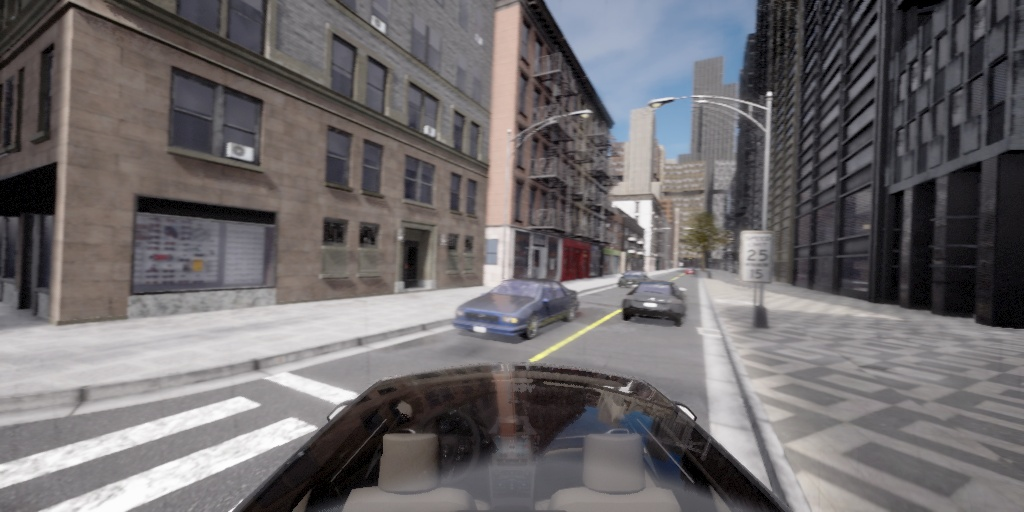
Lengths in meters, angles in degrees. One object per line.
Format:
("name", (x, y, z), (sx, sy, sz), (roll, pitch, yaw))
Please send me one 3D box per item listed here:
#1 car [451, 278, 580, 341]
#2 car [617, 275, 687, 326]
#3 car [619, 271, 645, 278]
("car", (0.487, 1.364, 10.613), (2.033, 1.411, 5.357), (2, 0, 27))
("car", (5.414, 1.607, 13.410), (1.994, 1.385, 4.181), (2, 0, 27))
("car", (9.761, 1.868, 28.571), (1.994, 1.385, 4.181), (2, 0, 27))
